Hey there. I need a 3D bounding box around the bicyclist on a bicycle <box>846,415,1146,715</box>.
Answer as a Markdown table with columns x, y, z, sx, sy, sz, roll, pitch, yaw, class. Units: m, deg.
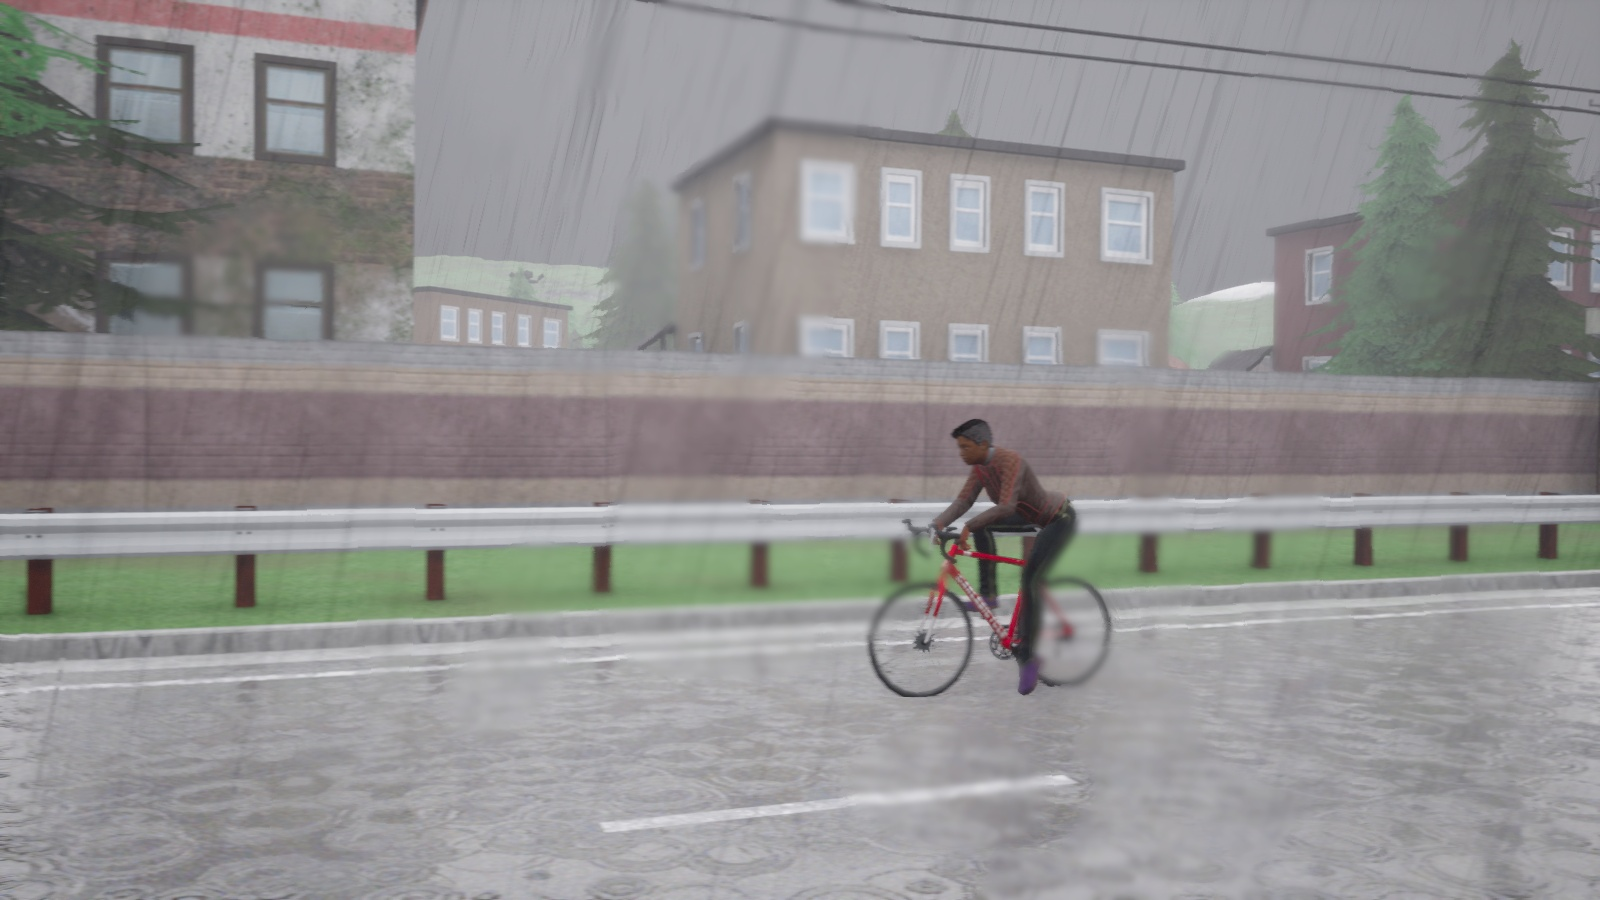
| x | y | z | sx | sy | sz | roll | pitch | yaw | class |
| --- | --- | --- | --- | --- | --- | --- | --- | --- | --- |
| 1.164 | 0.617 | 7.424 | 1.656 | 1.620 | 0.582 | -1 | 1 | -21 | bicyclist on a bicycle |
